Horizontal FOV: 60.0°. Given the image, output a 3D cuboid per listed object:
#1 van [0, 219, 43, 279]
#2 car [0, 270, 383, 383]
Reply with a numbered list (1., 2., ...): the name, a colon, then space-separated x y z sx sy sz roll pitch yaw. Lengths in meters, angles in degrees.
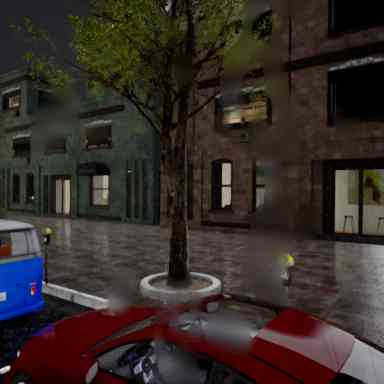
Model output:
1. van: -4.389 1.339 6.016 3.998 1.788 1.690 0 1 36
2. car: 0.123 1.582 2.787 4.206 1.307 1.802 0 1 36
